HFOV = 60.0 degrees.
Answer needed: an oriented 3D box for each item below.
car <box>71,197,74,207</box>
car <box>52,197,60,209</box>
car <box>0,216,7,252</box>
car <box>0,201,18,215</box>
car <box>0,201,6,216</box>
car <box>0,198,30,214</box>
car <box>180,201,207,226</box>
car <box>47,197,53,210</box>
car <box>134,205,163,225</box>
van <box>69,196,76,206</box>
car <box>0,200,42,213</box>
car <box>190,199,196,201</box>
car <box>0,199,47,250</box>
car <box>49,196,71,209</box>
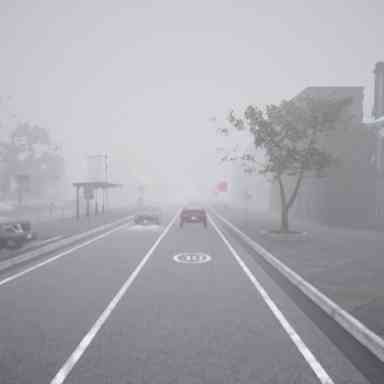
[{"bbox_3d":[-22.137,1.894,53.407,4.792,1.488,2.163,0,0,0],"label":"car"},{"bbox_3d":[-22.131,1.854,47.855,4.792,1.488,2.163,0,0,0],"label":"car"},{"bbox_3d":[-8.794,1.569,9.856,5.366,1.575,1.946,0,0,0],"label":"car"},{"bbox_3d":[-22.087,1.788,36.754,4.674,1.452,2.002,0,0,0],"label":"car"},{"bbox_3d":[-22.081,1.729,33.979,5.008,1.535,2.097,0,0,0],"label":"car"},{"bbox_3d":[-22.124,1.641,39.531,4.553,1.767,2.185,0,0,0],"label":"car"},{"bbox_3d":[0.106,1.663,25.152,1.882,1.535,5.008,0,0,0],"label":"car"},{"bbox_3d":[-22.092,1.806,45.081,4.892,1.521,2.231,0,0,0],"label":"car"},{"bbox_3d":[-3.343,1.741,26.528,2.033,1.411,5.357,0,0,0],"label":"car"},{"bbox_3d":[-21.994,1.659,56.182,4.442,1.987,1.878,0,0,0],"label":"van"},{"bbox_3d":[-22.101,1.786,42.306,5.008,1.535,2.097,0,0,0],"label":"car"},{"bbox_3d":[0.109,1.691,42.071,1.801,1.575,5.366,0,1,0],"label":"car"},{"bbox_3d":[-8.954,1.339,12.661,5.566,2.045,2.435,0,0,0],"label":"car"},{"bbox_3d":[-21.919,1.842,50.630,5.366,1.575,1.946,0,0,0],"label":"car"}]
